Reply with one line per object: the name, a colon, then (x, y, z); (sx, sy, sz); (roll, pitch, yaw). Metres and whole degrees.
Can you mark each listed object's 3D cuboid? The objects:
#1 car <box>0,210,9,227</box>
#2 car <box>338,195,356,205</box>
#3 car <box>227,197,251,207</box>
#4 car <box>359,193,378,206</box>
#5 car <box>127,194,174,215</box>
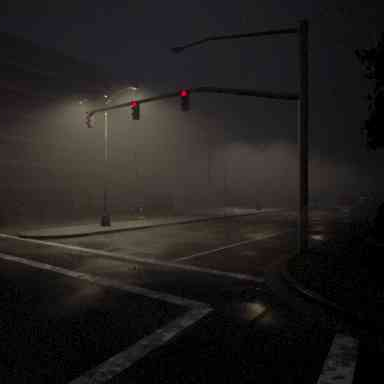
car: (-13.958, 1.564, 21.026); (1.994, 1.385, 4.181); (0, 0, 36)
car: (26.656, 1.352, 57.155); (2.097, 1.767, 4.553); (0, 0, 36)
car: (7.098, 1.477, 50.042); (1.882, 1.535, 5.008); (0, 0, 36)
car: (28.722, 1.221, 54.041); (2.150, 2.045, 5.566); (0, 0, 36)
car: (-4.147, 1.219, 34.572); (2.150, 2.045, 5.566); (0, 0, 36)
